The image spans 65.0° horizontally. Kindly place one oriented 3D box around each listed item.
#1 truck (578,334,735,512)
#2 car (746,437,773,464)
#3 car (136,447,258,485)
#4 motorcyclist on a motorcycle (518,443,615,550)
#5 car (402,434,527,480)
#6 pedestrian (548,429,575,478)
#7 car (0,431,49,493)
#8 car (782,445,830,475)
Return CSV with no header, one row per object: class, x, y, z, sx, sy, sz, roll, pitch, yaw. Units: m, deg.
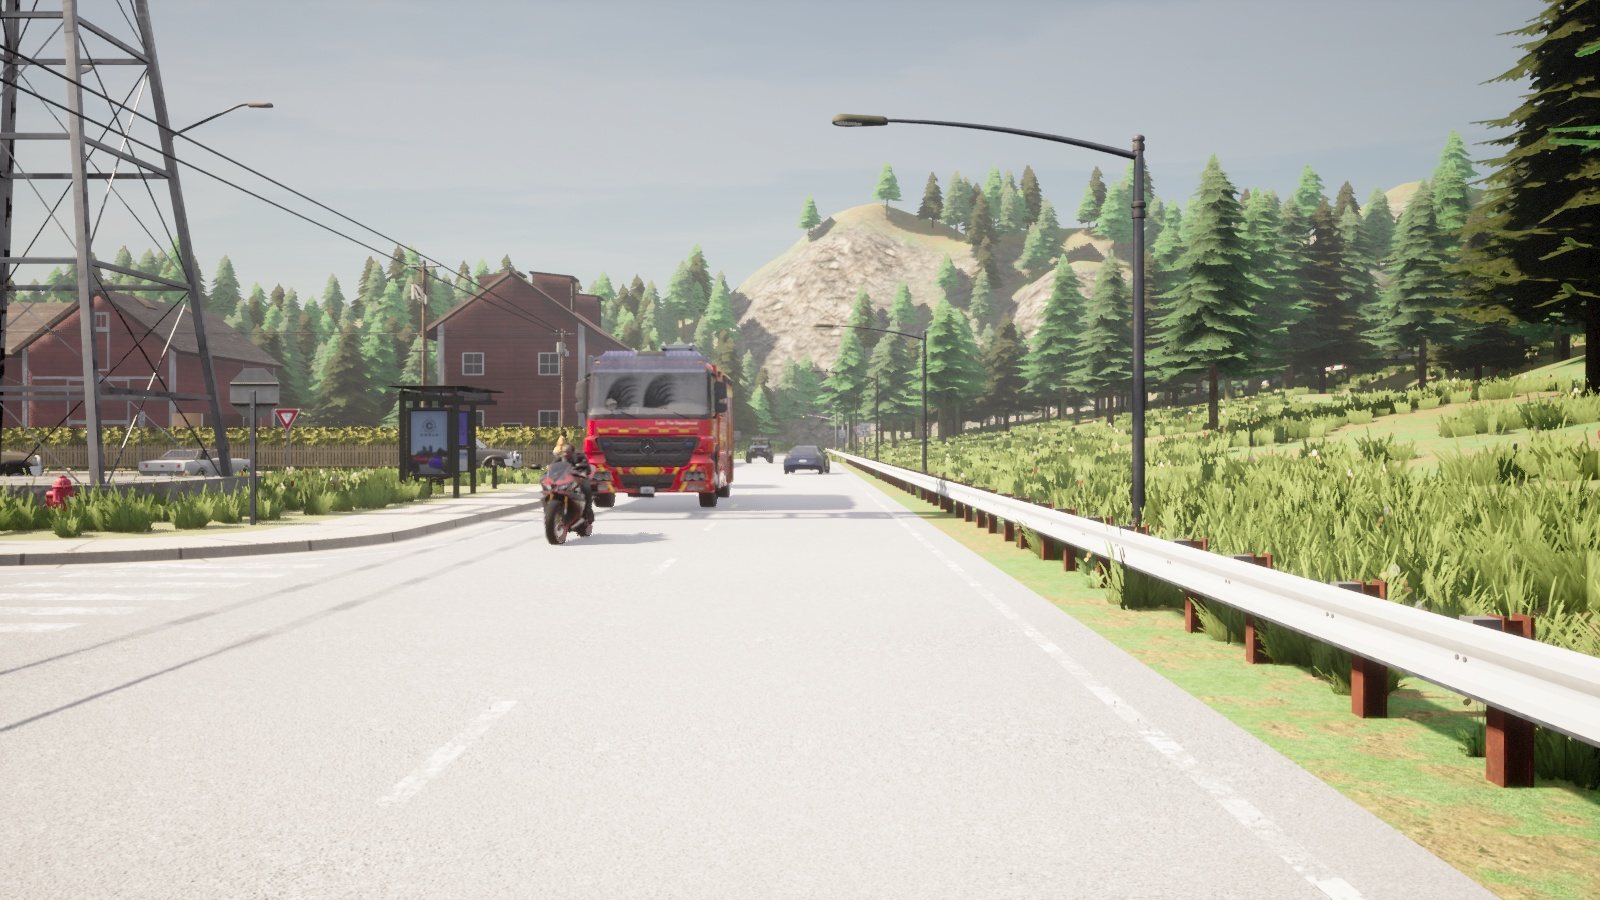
truck,-3.299,-0.596,31.238,2.891,3.827,8.468,0,0,0
car,-2.933,0.023,91.586,1.905,1.878,3.866,0,0,0
car,-22.234,0.566,46.516,1.895,1.301,4.718,0,0,6
motorcyclist on a motorcycle,-3.516,0.671,19.135,0.866,1.530,2.191,-1,0,6
car,-13.768,0.260,51.718,4.605,1.855,1.932,0,0,0
pedestrian,-9.172,0.122,48.256,0.900,1.855,0.874,0,0,-18
car,-25.325,0.324,37.640,4.605,1.855,1.932,2,-1,-37
car,0.341,0.465,61.296,1.994,1.385,4.181,0,0,5
